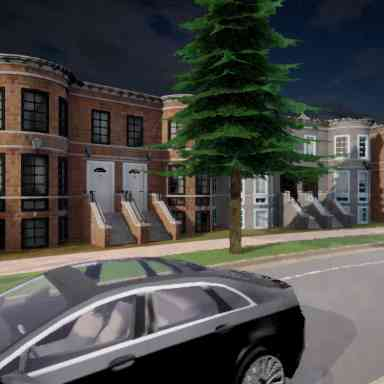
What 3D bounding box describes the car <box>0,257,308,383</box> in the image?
[{"bbox_3d":[-0.971,1.491,3.180,4.902,1.511,2.128,0,0,-34],"label":"car"}]
